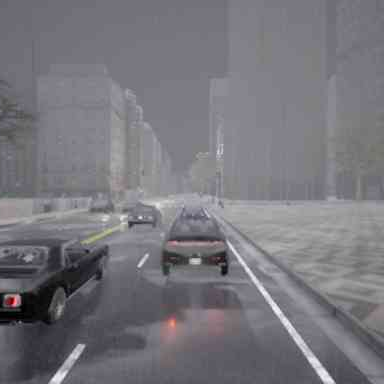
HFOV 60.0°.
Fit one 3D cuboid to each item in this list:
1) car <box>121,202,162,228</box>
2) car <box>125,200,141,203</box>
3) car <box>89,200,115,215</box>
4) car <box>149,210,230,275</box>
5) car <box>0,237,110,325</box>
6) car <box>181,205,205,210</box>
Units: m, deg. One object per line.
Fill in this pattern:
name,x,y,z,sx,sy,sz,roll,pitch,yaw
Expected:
car,-3.170,1.626,23.036,2.033,1.411,5.357,0,0,0
car,-6.574,1.641,36.943,1.837,1.490,4.892,0,0,0
car,-9.824,1.612,36.490,1.882,1.535,5.008,0,0,0
car,0.089,1.521,10.579,2.128,1.511,4.902,0,-1,0
car,-3.185,1.623,7.111,1.895,1.301,4.718,0,0,1
car,0.096,1.692,26.294,1.895,1.301,4.718,0,0,0
